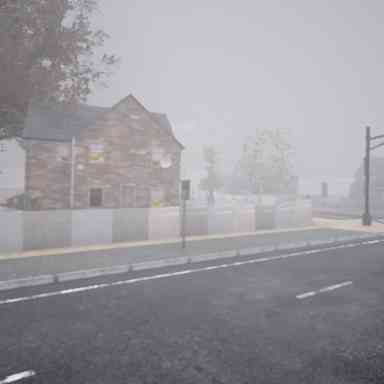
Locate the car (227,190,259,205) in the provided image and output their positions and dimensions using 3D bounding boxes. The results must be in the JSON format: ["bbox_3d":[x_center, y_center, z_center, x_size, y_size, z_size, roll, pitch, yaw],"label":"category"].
[{"bbox_3d":[6.445,0.797,42.165,2.150,2.045,5.566,1,0,-20],"label":"car"}]

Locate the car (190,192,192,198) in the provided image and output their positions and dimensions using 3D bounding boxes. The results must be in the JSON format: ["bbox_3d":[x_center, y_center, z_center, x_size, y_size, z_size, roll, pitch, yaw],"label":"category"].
[{"bbox_3d":[-1.327,0.671,71.436,1.837,1.490,4.892,1,0,-20],"label":"car"}]

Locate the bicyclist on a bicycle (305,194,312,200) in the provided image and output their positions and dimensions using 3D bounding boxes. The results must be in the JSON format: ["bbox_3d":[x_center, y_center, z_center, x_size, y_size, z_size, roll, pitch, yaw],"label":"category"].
[{"bbox_3d":[13.728,1.091,39.365,1.656,1.620,0.582,1,0,-20],"label":"bicyclist on a bicycle"}]

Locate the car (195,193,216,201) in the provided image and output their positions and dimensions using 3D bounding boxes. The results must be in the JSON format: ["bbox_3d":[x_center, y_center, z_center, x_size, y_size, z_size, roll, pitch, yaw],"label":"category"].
[{"bbox_3d":[2.426,0.888,61.542,2.033,1.411,5.357,1,0,-20],"label":"car"}]

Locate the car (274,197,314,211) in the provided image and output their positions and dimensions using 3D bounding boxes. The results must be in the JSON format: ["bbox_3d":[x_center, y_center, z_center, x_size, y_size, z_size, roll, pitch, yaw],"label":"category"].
[{"bbox_3d":[9.910,1.221,32.767,2.128,1.511,4.902,1,0,-20],"label":"car"}]

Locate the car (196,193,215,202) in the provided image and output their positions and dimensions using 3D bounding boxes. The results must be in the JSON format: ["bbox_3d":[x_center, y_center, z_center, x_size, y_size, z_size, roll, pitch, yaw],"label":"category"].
[{"bbox_3d":[2.750,0.958,52.190,2.033,1.411,5.357,1,0,-20],"label":"car"}]
